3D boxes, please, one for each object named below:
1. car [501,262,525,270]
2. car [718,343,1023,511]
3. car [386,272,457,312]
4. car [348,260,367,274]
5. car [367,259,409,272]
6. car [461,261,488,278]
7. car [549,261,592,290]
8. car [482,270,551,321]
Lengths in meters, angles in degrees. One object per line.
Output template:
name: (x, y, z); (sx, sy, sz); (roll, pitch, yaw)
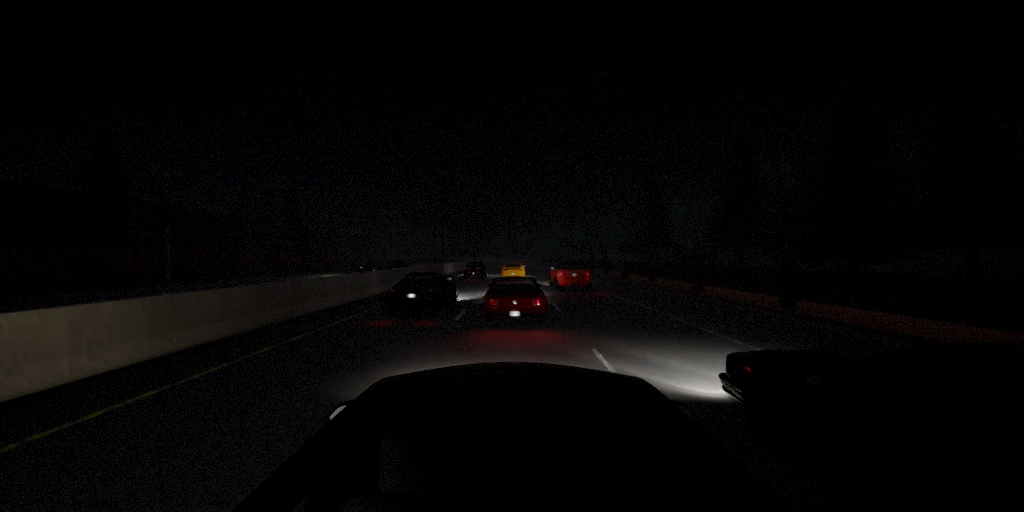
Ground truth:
car: (0.089, 1.227, 30.317); (1.882, 1.535, 5.008); (0, 0, 0)
car: (3.599, 1.297, 2.173); (2.033, 1.411, 5.357); (0, 0, 0)
car: (-3.405, 1.314, 14.147); (1.994, 1.385, 4.181); (0, 0, 0)
car: (-17.596, 1.229, 42.373); (1.882, 1.535, 5.008); (0, 0, 0)
car: (-10.606, 1.103, 31.692); (2.097, 1.767, 4.553); (0, 0, 0)
car: (-3.412, 1.256, 34.000); (1.837, 1.490, 4.892); (0, 0, 0)
car: (3.593, 1.103, 22.770); (2.097, 1.767, 4.553); (0, 0, 0)
car: (0.086, 1.351, 12.423); (1.895, 1.301, 4.718); (0, 0, 0)
